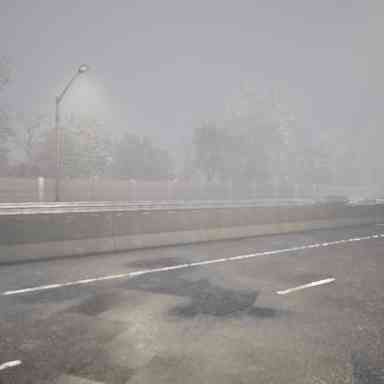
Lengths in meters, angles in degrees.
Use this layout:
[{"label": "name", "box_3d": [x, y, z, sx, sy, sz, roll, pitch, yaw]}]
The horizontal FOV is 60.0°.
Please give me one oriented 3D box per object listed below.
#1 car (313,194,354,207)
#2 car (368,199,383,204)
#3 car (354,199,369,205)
[{"label": "car", "box_3d": [17.812, 1.296, 42.433, 5.566, 2.045, 2.150, 0, 0, -35]}, {"label": "car", "box_3d": [22.330, 1.625, 37.058, 5.357, 1.411, 2.033, 0, 0, -35]}, {"label": "car", "box_3d": [21.503, 1.586, 40.763, 4.892, 1.490, 1.837, 0, 0, -35]}]
